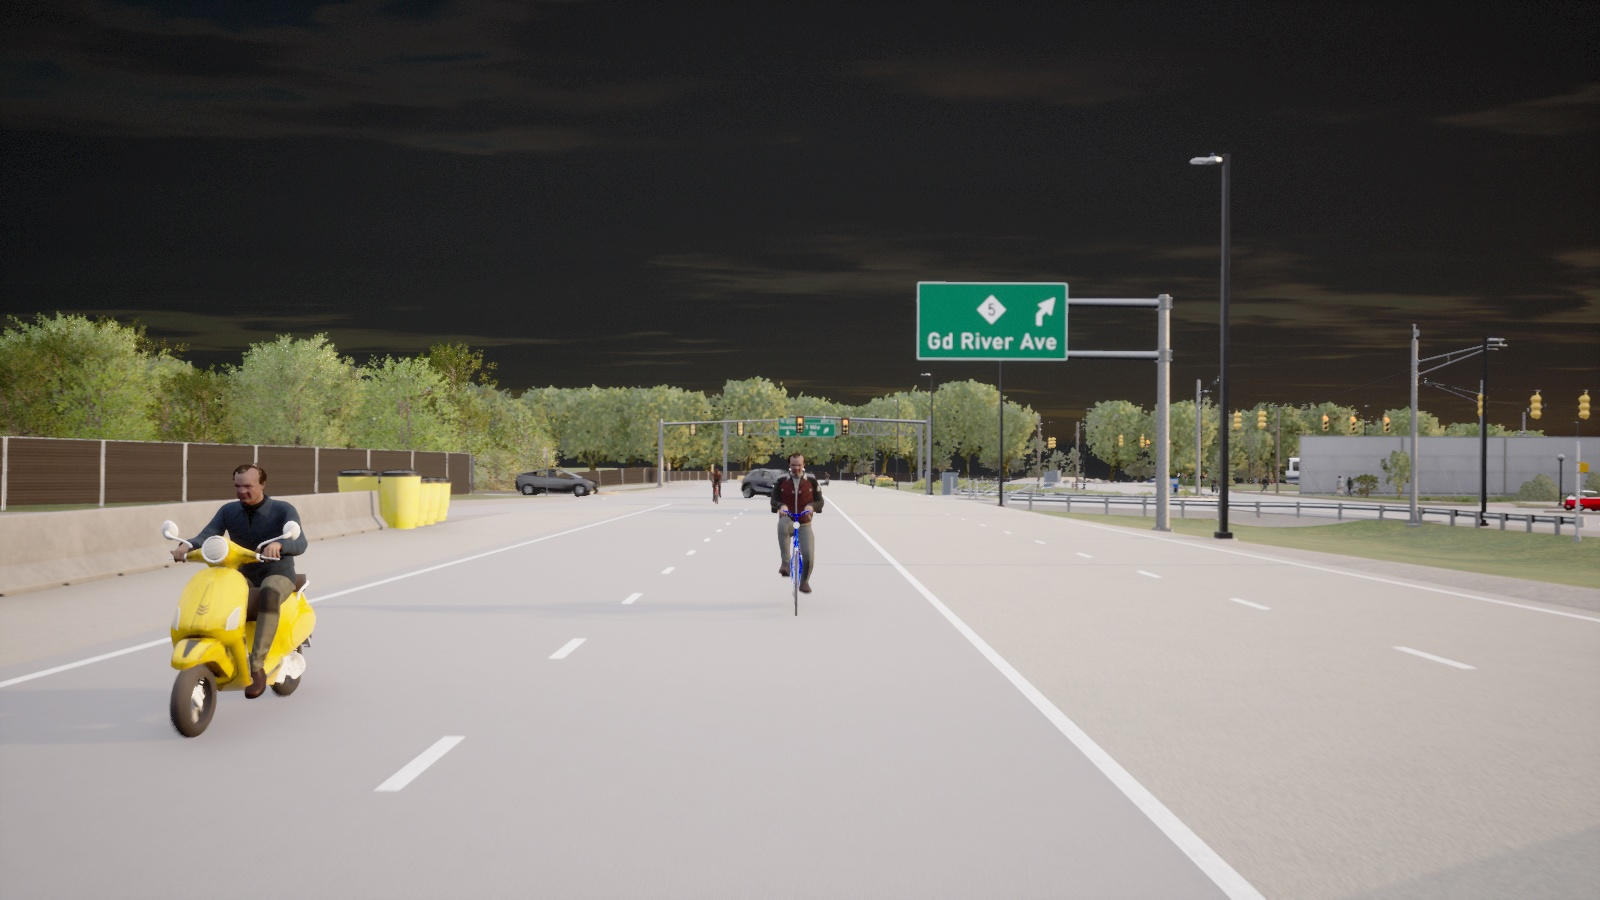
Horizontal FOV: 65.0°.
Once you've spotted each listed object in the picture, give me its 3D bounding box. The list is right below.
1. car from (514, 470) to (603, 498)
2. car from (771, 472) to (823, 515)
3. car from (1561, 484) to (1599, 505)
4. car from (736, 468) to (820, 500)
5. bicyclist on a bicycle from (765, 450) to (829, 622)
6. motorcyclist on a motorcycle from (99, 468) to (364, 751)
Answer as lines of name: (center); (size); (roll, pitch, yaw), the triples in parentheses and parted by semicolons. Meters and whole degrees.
car: (-13.318, 1.881, 69.363); (4.514, 1.525, 2.007); (0, 0, 0)
car: (-0.108, 1.565, 46.695); (1.837, 1.490, 4.892); (0, -1, 0)
car: (50.978, 2.890, 81.580); (2.207, 1.376, 1.481); (0, -1, -1)
car: (-1.234, 1.842, 68.237); (2.033, 1.649, 4.856); (1, -2, -39)
bicyclist on a bicycle: (-0.033, 0.912, 13.928); (0.659, 1.776, 1.843); (0, -1, 0)
motorcyclist on a motorcycle: (-3.518, 0.913, 7.987); (0.866, 1.590, 1.817); (0, -1, 0)
